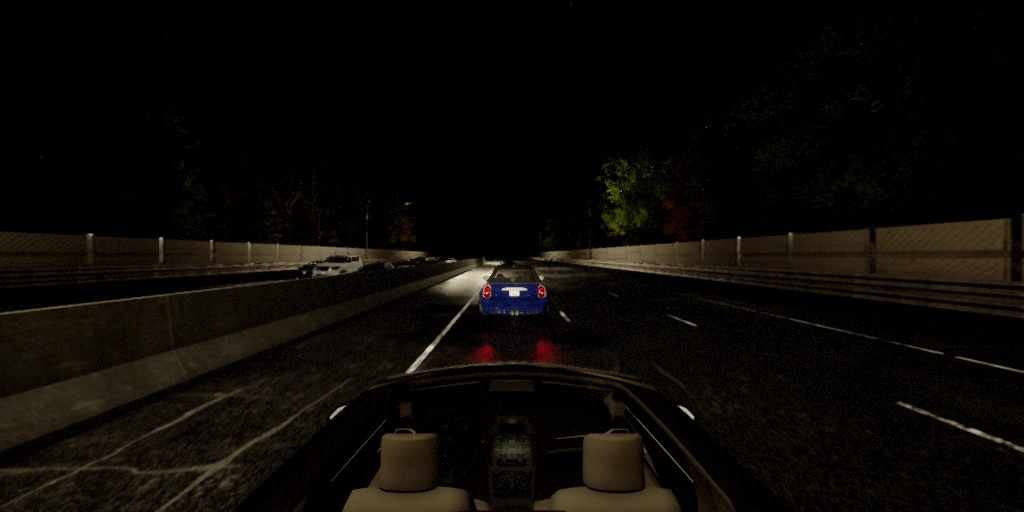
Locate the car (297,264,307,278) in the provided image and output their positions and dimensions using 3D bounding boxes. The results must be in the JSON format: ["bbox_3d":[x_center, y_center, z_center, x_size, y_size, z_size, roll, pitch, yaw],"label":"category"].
[{"bbox_3d":[-17.883,1.180,33.263,2.128,1.511,4.902,0,0,-1],"label":"car"}]

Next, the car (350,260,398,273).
[{"bbox_3d":[-10.819,1.244,29.283,2.033,1.411,5.357,0,0,-1],"label":"car"}]

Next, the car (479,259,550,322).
[{"bbox_3d":[0.059,1.082,12.326,2.097,1.767,4.553,0,0,0],"label":"car"}]

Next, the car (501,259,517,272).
[{"bbox_3d":[-0.425,1.173,44.429,1.837,1.490,4.892,0,0,-1],"label":"car"}]

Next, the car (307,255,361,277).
[{"bbox_3d":[-14.331,0.916,29.959,2.150,2.045,5.566,0,0,-1],"label":"car"}]
